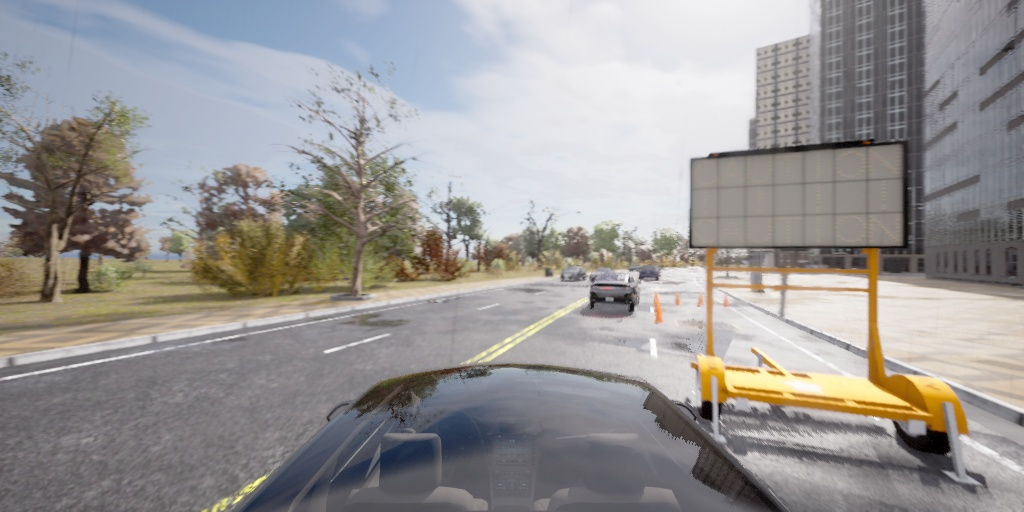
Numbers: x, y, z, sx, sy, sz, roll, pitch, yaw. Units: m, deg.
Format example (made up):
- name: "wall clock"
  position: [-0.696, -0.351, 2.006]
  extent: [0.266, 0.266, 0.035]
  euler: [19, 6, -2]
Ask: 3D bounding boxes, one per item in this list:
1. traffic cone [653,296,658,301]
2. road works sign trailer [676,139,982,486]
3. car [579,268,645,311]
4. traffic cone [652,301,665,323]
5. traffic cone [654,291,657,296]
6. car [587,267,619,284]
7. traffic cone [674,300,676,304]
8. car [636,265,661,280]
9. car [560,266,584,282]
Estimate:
- name: "traffic cone"
  position: [5.621, 1.945, 13.859]
  extent: [0.340, 0.580, 0.340]
  euler: [0, 0, 21]
- name: "road works sign trailer"
  position: [3.721, 0.307, 4.955]
  extent: [2.380, 3.560, 2.880]
  euler: [0, 0, 21]
- name: "car"
  position: [4.688, 1.500, 16.159]
  extent: [2.128, 1.511, 4.902]
  euler: [0, -1, 22]
- name: "traffic cone"
  position: [4.911, 1.910, 11.989]
  extent: [0.340, 0.580, 0.340]
  euler: [0, 0, 21]
- name: "traffic cone"
  position: [6.330, 1.980, 15.728]
  extent: [0.340, 0.580, 0.340]
  euler: [0, 0, 21]
- name: "car"
  position: [8.944, 1.867, 34.885]
  extent: [2.033, 1.411, 5.357]
  euler: [0, -1, 25]
- name: "traffic cone"
  position: [7.974, 2.022, 17.243]
  extent: [0.340, 0.580, 0.340]
  euler: [0, 0, 21]
- name: "car"
  position: [16.248, 1.868, 42.223]
  extent: [2.097, 1.767, 4.553]
  euler: [0, -1, 26]
- name: "car"
  position: [6.359, 1.805, 36.995]
  extent: [2.128, 1.511, 4.902]
  euler: [0, -1, 25]
